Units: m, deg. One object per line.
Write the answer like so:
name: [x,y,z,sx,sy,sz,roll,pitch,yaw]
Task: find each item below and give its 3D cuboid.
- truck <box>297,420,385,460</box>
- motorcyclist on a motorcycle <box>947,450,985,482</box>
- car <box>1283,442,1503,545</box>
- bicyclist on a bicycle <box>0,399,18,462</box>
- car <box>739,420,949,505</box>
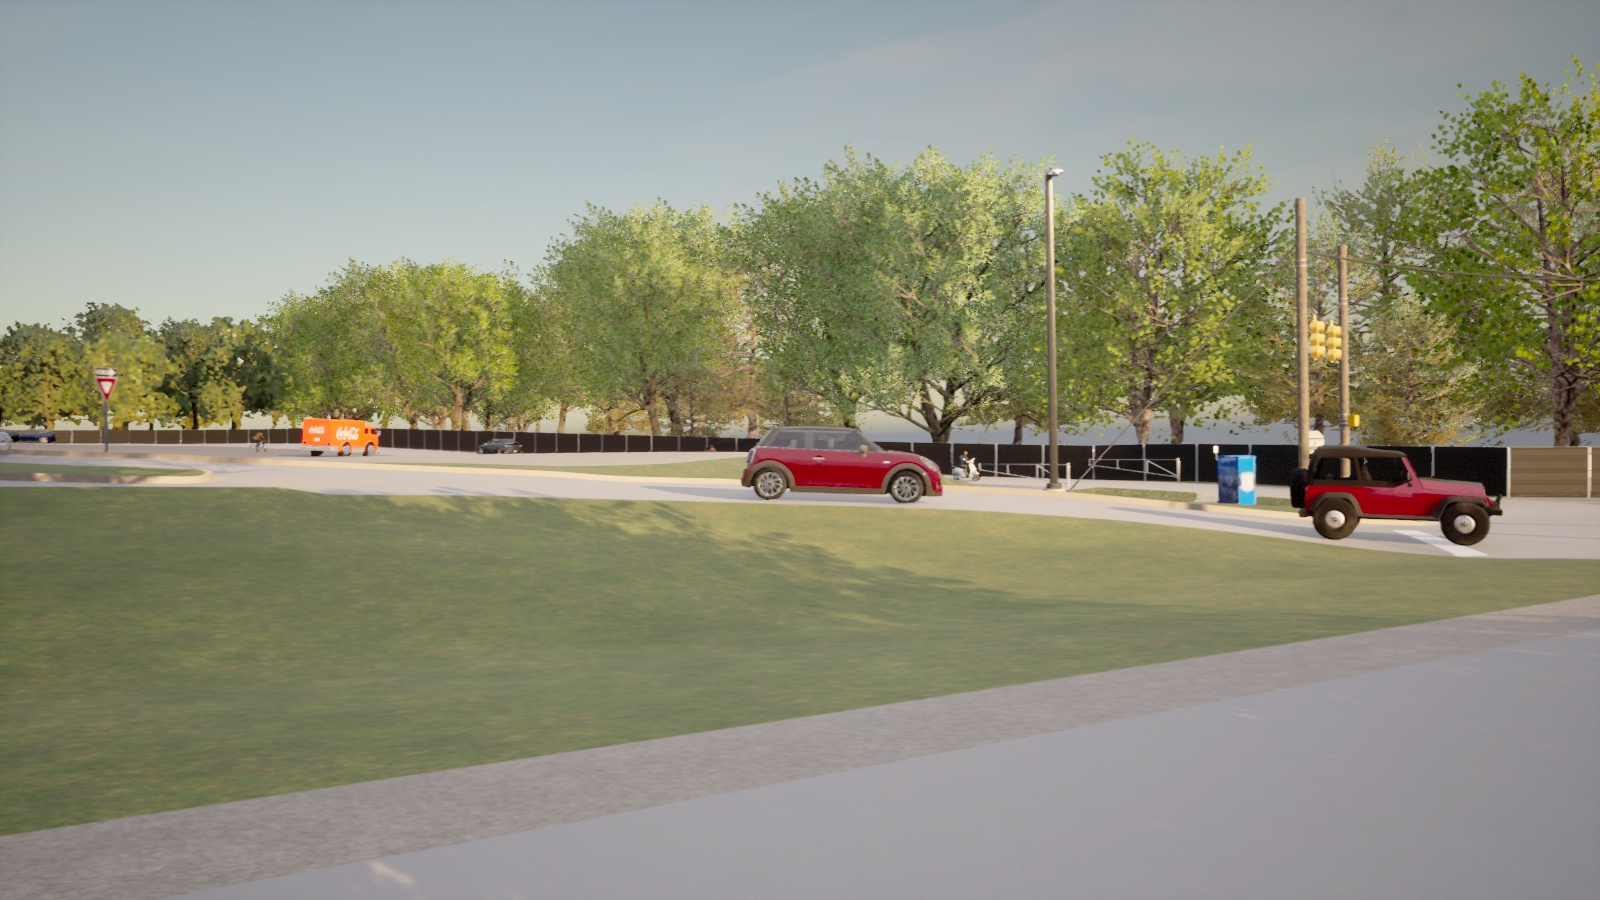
truck: [-29.832,-0.614,81.792,2.627,2.467,5.204,2,0,19]
motorcyclist on a motorcycle: [8.514,0.808,64.535,0.866,1.590,1.817,-2,2,-41]
car: [11.920,0.807,25.352,3.866,1.878,1.905,1,1,27]
bicyclist on a bicycle: [-23.298,-0.556,35.877,1.843,1.776,0.659,1,1,22]
car: [0.971,0.262,28.475,4.553,1.767,2.097,1,1,1]
